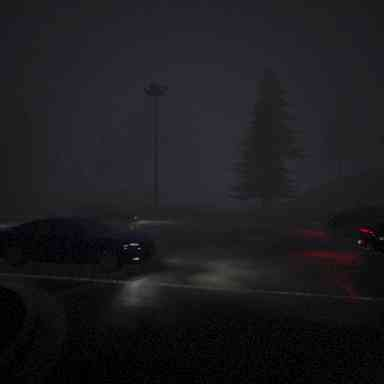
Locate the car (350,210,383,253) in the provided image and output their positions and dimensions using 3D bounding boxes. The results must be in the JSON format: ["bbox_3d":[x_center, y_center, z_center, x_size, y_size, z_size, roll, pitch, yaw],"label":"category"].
[{"bbox_3d":[8.282,1.502,11.231,4.892,1.490,1.837,0,0,13],"label":"car"}]

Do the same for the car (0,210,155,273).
[{"bbox_3d":[-3.648,1.477,10.431,5.008,1.535,1.882,0,0,13],"label":"car"}]

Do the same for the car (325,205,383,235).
[{"bbox_3d":[9.915,1.473,18.038,5.008,1.535,1.882,0,0,13],"label":"car"}]

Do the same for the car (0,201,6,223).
[{"bbox_3d":[-16.416,1.478,24.206,5.008,1.535,1.882,0,0,13],"label":"car"}]

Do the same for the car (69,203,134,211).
[{"bbox_3d":[-6.821,1.546,25.554,5.357,1.411,2.033,0,0,13],"label":"car"}]
